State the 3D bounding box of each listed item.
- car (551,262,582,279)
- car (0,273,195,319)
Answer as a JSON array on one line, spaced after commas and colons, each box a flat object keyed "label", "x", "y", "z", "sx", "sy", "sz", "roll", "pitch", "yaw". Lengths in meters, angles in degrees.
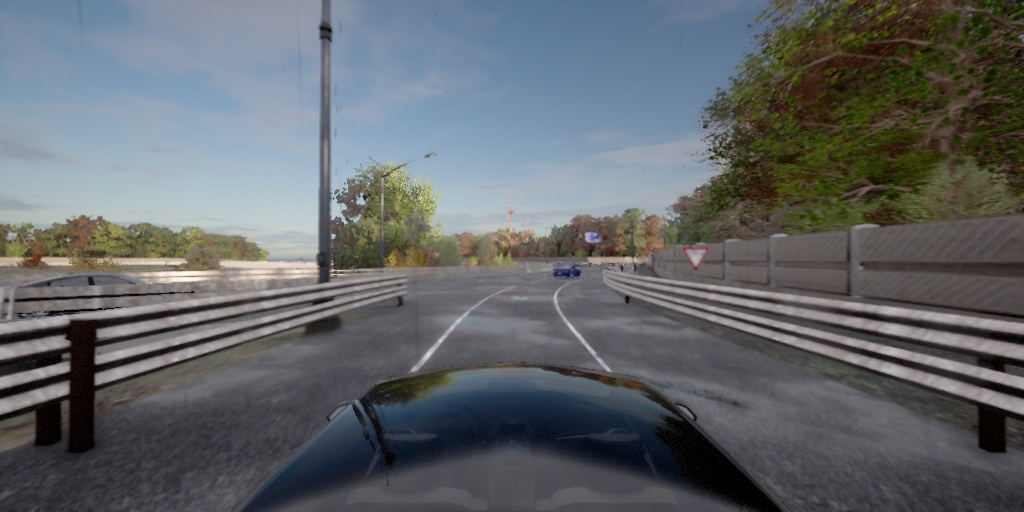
[{"label": "car", "x": 6.233, "y": 1.697, "z": 39.866, "sx": 1.882, "sy": 1.535, "sz": 5.008, "roll": 0, "pitch": -1, "yaw": 30}, {"label": "car", "x": -14.910, "y": 1.364, "z": 13.170, "sx": 5.008, "sy": 1.535, "sz": 1.882, "roll": 1, "pitch": -1, "yaw": -44}]
